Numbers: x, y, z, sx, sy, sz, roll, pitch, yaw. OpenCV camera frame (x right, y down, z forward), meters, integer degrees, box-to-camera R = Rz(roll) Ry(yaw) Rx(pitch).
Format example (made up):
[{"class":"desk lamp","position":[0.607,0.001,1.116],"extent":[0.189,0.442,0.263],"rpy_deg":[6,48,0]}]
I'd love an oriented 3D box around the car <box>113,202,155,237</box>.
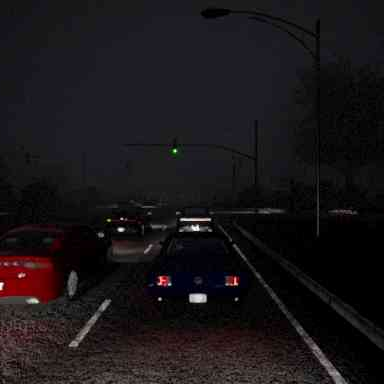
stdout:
[{"class":"car","position":[-3.354,1.506,18.115],"extent":[1.837,1.490,4.892],"rpy_deg":[0,0,0]}]

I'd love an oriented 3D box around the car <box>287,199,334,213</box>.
[{"class":"car","position":[12.815,1.491,36.166],"extent":[4.902,1.511,2.128],"rpy_deg":[0,0,3]}]

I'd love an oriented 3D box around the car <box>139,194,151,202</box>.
[{"class":"car","position":[-10.308,1.355,73.411],"extent":[2.097,1.767,4.553],"rpy_deg":[0,0,0]}]

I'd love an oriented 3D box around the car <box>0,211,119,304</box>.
[{"class":"car","position":[-3.380,1.478,8.238],"extent":[1.882,1.535,5.008],"rpy_deg":[0,0,0]}]

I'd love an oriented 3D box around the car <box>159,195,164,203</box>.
[{"class":"car","position":[-6.857,1.351,66.344],"extent":[2.097,1.767,4.553],"rpy_deg":[0,0,1]}]

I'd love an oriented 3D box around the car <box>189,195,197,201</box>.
[{"class":"car","position":[0.225,1.500,84.631],"extent":[1.837,1.490,4.892],"rpy_deg":[0,0,0]}]

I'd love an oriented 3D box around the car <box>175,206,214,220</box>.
[{"class":"car","position":[0.151,1.492,17.833],"extent":[2.128,1.511,4.902],"rpy_deg":[0,0,0]}]

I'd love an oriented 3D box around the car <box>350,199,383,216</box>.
[{"class":"car","position":[18.039,1.598,32.140],"extent":[4.718,1.301,1.895],"rpy_deg":[0,0,3]}]

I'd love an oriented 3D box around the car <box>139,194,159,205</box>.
[{"class":"car","position":[-6.985,1.547,54.610],"extent":[2.033,1.411,5.357],"rpy_deg":[0,0,-2]}]

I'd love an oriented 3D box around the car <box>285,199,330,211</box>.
[{"class":"car","position":[13.684,1.526,39.620],"extent":[4.674,1.442,1.812],"rpy_deg":[0,0,5]}]

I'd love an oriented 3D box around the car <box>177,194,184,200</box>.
[{"class":"car","position":[-3.207,1.328,95.035],"extent":[1.882,1.535,5.008],"rpy_deg":[0,0,1]}]

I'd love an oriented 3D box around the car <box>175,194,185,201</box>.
[{"class":"car","position":[-3.275,1.532,84.626],"extent":[2.033,1.411,5.357],"rpy_deg":[0,0,0]}]

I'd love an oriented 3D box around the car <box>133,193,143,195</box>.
[{"class":"car","position":[-10.382,1.221,63.375],"extent":[2.150,2.045,5.566],"rpy_deg":[0,0,1]}]

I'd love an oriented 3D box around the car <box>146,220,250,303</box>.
[{"class":"car","position":[0.121,1.601,8.142],"extent":[1.895,1.301,4.718],"rpy_deg":[0,0,0]}]

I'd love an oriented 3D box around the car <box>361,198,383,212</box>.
[{"class":"car","position":[22.860,1.484,39.100],"extent":[4.902,1.511,2.128],"rpy_deg":[0,0,3]}]

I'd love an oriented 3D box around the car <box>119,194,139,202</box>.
[{"class":"car","position":[-10.452,1.547,53.376],"extent":[2.033,1.411,5.357],"rpy_deg":[0,0,0]}]
